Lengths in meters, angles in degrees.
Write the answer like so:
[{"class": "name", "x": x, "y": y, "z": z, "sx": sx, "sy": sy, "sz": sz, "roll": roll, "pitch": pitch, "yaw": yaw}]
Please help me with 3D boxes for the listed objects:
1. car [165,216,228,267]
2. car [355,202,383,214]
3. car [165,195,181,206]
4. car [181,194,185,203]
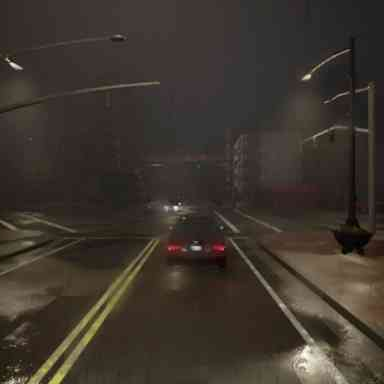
[{"class": "car", "x": 0.139, "y": 1.546, "z": 11.377, "sx": 2.033, "sy": 1.411, "sz": 5.357, "roll": 0, "pitch": 0, "yaw": 1}, {"class": "car", "x": 20.630, "y": 1.793, "z": 37.440, "sx": 4.718, "sy": 1.301, "sz": 1.895, "roll": 1, "pitch": 0, "yaw": 0}, {"class": "car", "x": -3.299, "y": 1.591, "z": 54.707, "sx": 1.895, "sy": 1.301, "sz": 4.718, "roll": 0, "pitch": 0, "yaw": 1}, {"class": "car", "x": -3.159, "y": 1.541, "z": 70.219, "sx": 1.994, "sy": 1.385, "sz": 4.181, "roll": 0, "pitch": 0, "yaw": 0}]
